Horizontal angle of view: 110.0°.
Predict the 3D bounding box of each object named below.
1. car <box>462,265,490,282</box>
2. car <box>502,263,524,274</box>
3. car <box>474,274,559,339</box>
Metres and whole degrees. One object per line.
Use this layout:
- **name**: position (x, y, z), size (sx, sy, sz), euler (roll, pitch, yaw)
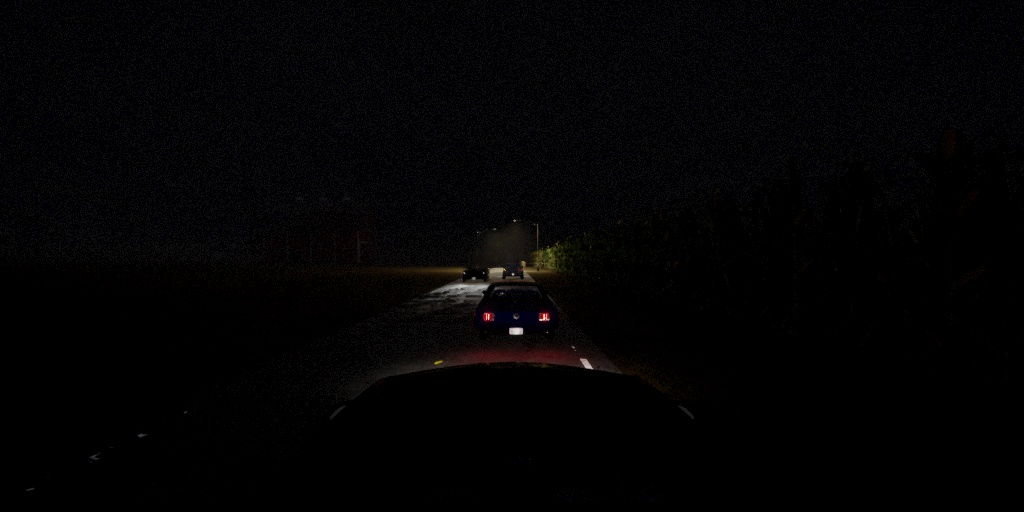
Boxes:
- **car**: position (-2.856, 1.388, 29.090), size (1.895, 1.301, 4.718), euler (0, 0, 0)
- **car**: position (0.095, 1.330, 32.600), size (1.812, 1.442, 4.674), euler (0, 0, 0)
- **car**: position (0.097, 1.355, 10.037), size (1.895, 1.301, 4.718), euler (0, 0, 0)
